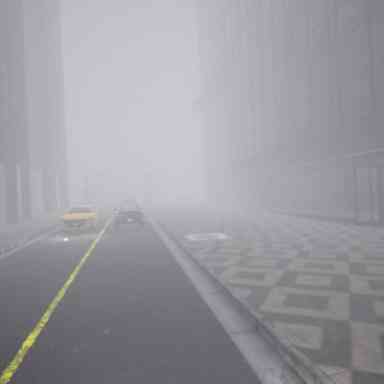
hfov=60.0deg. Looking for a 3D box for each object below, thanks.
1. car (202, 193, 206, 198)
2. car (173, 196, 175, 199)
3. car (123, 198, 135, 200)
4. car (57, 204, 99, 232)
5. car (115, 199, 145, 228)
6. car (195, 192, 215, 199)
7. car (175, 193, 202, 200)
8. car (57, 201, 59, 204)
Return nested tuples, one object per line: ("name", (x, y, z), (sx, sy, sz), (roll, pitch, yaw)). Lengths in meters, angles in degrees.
("car", (4.753, 0.711, 71.318), (4.313, 1.339, 1.947), (-2, -1, -11))
("car", (-2.395, 0.941, 78.622), (4.097, 1.590, 1.967), (-2, -1, -11))
("car", (-7.425, 1.440, 39.440), (1.882, 1.535, 5.008), (-3, 0, -11))
("car", (-7.183, 1.591, 21.599), (1.882, 1.535, 5.008), (-3, 1, -11))
("car", (-4.205, 1.500, 22.450), (1.812, 1.442, 4.674), (-3, 1, -10))
("car", (3.173, 0.818, 79.694), (4.403, 1.369, 2.008), (-2, -1, -11))
("car", (-0.810, 0.930, 70.245), (4.403, 1.369, 2.008), (-2, -1, -11))
("car", (-27.221, 2.034, 65.151), (4.829, 1.417, 1.752), (-2, -1, -11))
